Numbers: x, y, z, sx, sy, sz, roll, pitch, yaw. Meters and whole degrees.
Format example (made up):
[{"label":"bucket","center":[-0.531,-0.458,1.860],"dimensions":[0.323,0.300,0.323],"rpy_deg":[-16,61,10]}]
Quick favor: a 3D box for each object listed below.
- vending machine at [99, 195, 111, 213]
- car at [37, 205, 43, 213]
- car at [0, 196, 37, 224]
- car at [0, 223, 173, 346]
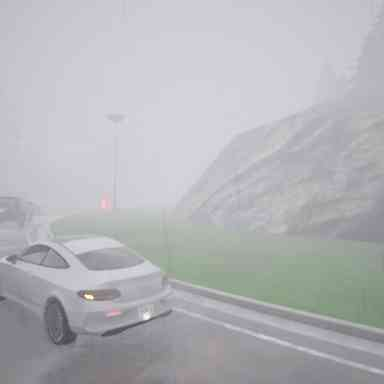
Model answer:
[{"label":"vending machine","center":[-10.437,1.398,39.977],"dimensions":[1.100,2.100,0.880],"rpy_deg":[0,0,7]},{"label":"car","center":[-17.929,1.651,35.744],"dimensions":[1.812,1.442,4.674],"rpy_deg":[0,0,0]},{"label":"car","center":[-12.726,1.299,23.483],"dimensions":[2.150,2.045,5.566],"rpy_deg":[0,0,-18]},{"label":"car","center":[-2.335,1.557,6.439],"dimensions":[4.674,1.442,1.812],"rpy_deg":[0,0,44]}]
